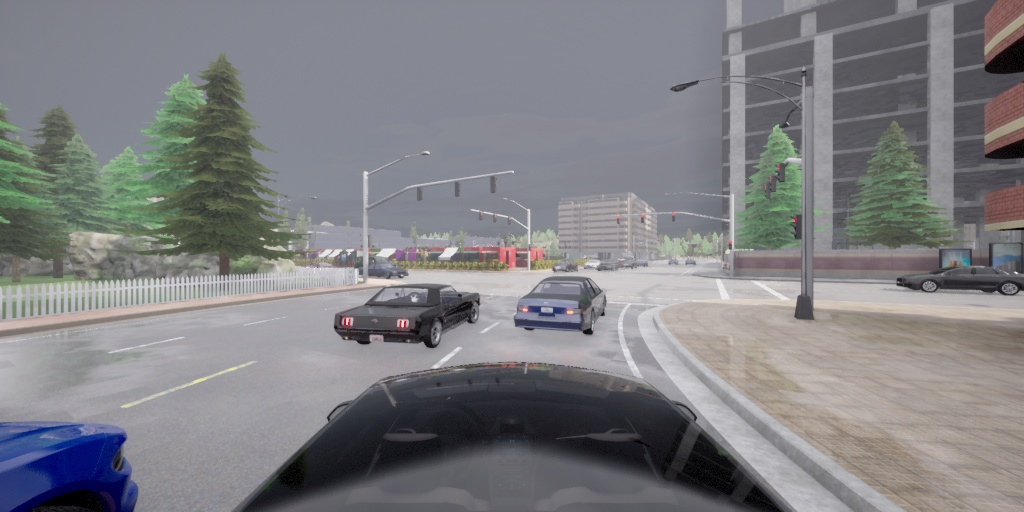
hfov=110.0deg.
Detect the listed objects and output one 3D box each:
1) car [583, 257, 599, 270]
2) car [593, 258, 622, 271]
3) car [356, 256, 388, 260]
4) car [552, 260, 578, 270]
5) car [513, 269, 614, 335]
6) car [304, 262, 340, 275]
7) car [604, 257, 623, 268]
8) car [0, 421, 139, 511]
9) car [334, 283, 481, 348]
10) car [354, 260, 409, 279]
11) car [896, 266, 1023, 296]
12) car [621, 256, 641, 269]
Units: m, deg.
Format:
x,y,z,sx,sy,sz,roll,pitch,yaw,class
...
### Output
x,y,z,sx,sy,sz,roll,pitch,yaw,class
11.900,1.275,52.300,1.812,1.442,4.674,0,0,30,car
12.209,1.313,45.743,1.994,1.385,4.181,0,0,29,car
-14.682,1.026,38.808,5.566,2.045,2.150,0,0,30,car
6.367,1.242,42.602,2.128,1.511,4.902,0,0,30,car
1.674,1.297,10.653,2.033,1.411,5.357,0,0,20,car
-20.076,1.330,37.891,4.674,1.442,1.812,0,0,30,car
17.812,1.100,62.605,2.097,1.767,4.553,0,0,30,car
-3.214,1.228,0.115,1.882,1.535,5.008,0,0,-2,car
-2.261,1.351,9.296,1.895,1.301,4.718,0,0,11,car
-12.040,1.352,33.215,5.357,1.411,2.033,0,0,31,car
25.032,1.310,20.052,4.892,1.490,1.837,0,0,30,car
18.560,1.241,56.876,2.128,1.511,4.902,0,0,30,car
